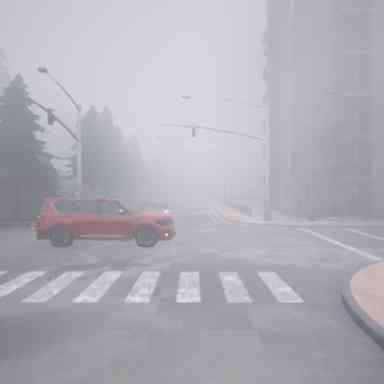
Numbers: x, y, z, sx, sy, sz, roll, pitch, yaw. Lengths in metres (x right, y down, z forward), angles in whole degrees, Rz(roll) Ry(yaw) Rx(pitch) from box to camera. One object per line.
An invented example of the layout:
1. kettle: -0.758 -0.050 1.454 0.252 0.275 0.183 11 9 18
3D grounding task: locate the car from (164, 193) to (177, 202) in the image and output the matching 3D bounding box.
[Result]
1. car: -3.497 0.893 55.494 1.895 1.301 4.718 0 0 0

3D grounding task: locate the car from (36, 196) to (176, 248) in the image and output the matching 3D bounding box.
1. car: -3.488 1.216 13.789 5.566 2.045 2.150 0 0 1

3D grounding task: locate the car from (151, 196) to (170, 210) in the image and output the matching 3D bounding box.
1. car: -3.700 1.305 39.944 1.812 1.442 4.674 0 0 0
